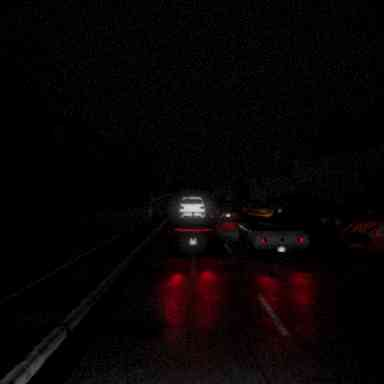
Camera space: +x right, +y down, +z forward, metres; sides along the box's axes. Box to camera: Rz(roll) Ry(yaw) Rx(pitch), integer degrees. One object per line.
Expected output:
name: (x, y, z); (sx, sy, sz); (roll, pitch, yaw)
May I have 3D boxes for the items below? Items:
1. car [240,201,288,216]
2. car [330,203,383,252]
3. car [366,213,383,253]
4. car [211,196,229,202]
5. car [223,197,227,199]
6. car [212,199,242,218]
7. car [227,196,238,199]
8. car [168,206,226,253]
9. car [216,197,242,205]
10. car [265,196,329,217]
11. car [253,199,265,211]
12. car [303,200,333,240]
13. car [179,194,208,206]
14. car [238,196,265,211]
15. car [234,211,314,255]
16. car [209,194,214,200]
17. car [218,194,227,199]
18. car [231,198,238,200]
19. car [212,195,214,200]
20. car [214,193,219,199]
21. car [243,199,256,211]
car: (7.992, 1.790, 36.926); (4.792, 1.488, 2.163); (1, 0, -20)
car: (8.087, 1.422, 12.944); (4.553, 1.767, 2.185); (1, 0, -20)
car: (8.066, 1.533, 9.933); (4.892, 1.521, 2.231); (1, 0, -20)
car: (7.927, 1.945, 93.989); (4.674, 1.452, 2.002); (1, 0, -20)
car: (8.016, 1.979, 54.967); (4.792, 1.488, 2.163); (1, -1, -20)
car: (3.028, 1.704, 30.012); (1.837, 1.490, 4.892); (0, 0, 0)
car: (8.032, 1.774, 48.955); (4.553, 1.767, 2.185); (1, 0, -20)
car: (0.047, 1.557, 13.965); (2.128, 1.511, 4.902); (0, -1, 0)
car: (8.135, 1.982, 73.041); (5.366, 1.575, 1.946); (1, 0, -20)
car: (8.068, 1.358, 21.957); (5.566, 2.045, 2.435); (1, -1, -20)
car: (8.204, 1.664, 28.006); (5.366, 1.575, 1.946); (1, -1, -20)
car: (8.020, 1.439, 15.930); (4.553, 1.767, 2.185); (1, -1, -20)
car: (0.026, 1.410, 28.811); (2.150, 2.045, 5.566); (0, 0, 0)
car: (8.002, 1.475, 33.926); (5.566, 2.045, 2.435); (1, 0, -20)
car: (3.046, 1.665, 13.465); (1.895, 1.301, 4.718); (0, 0, 0)
car: (7.910, 1.946, 90.971); (4.792, 1.488, 2.163); (1, 0, -20)
car: (8.015, 1.717, 57.968); (5.566, 2.045, 2.435); (1, 0, -20)
car: (8.002, 1.834, 42.943); (5.008, 1.535, 2.097); (1, -1, -20)
car: (7.929, 1.992, 78.965); (4.792, 1.488, 2.163); (1, 0, -20)
car: (7.950, 1.743, 66.948); (5.566, 2.045, 2.435); (1, 0, -20)
car: (7.853, 1.687, 30.872); (5.366, 1.575, 1.946); (1, 0, -20)
